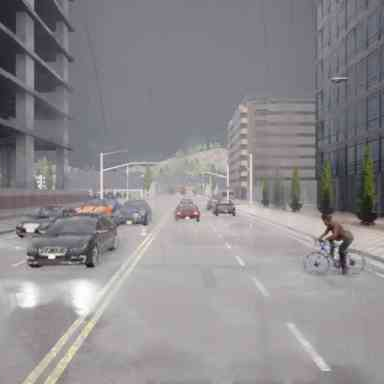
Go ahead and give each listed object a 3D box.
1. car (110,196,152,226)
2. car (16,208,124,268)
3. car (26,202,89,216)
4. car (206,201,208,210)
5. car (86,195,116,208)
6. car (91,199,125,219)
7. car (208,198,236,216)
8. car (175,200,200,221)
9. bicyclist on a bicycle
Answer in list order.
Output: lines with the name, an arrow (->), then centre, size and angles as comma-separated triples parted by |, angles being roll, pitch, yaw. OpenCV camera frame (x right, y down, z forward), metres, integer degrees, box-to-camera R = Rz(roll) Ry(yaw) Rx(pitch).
car -> -4.014, 1.351, 23.288 | 2.097, 1.767, 4.553 | 0, 0, -1
car -> -3.794, 1.507, 11.322 | 1.837, 1.490, 4.892 | 0, -1, -1
car -> -7.412, 1.492, 17.617 | 2.128, 1.511, 4.902 | 0, 0, -1
car -> 2.821, 1.524, 41.133 | 1.812, 1.442, 4.674 | 0, 0, -1
car -> -7.471, 1.351, 25.690 | 2.097, 1.767, 4.553 | 0, 0, -1
car -> -7.627, 1.477, 30.604 | 1.882, 1.535, 5.008 | 0, 0, 0
car -> 3.013, 1.491, 31.871 | 2.128, 1.511, 4.902 | 0, 0, -1
car -> -0.385, 1.600, 26.601 | 1.895, 1.301, 4.718 | 0, 0, -1
bicyclist on a bicycle -> 3.783, 1.441, 8.873 | 1.656, 1.620, 0.582 | -2, 0, -1
